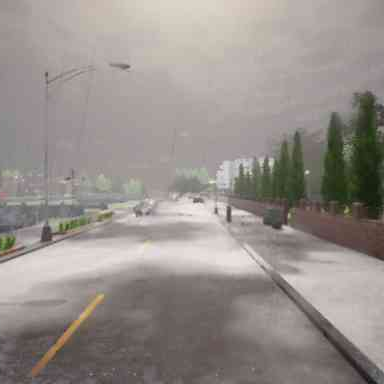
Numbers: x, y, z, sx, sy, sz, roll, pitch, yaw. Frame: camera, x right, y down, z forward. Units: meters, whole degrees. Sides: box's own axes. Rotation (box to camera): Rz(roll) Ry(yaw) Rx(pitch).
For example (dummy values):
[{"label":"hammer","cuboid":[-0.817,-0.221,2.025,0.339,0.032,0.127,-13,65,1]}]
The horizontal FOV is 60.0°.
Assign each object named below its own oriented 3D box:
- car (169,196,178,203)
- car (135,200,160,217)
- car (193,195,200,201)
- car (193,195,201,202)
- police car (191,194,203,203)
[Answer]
[{"label":"car","cuboid":[-4.007,1.532,71.627,2.128,1.511,4.902,0,0,0]},{"label":"car","cuboid":[-4.097,1.502,31.018,2.128,1.511,4.902,0,0,0]},{"label":"car","cuboid":[1.191,1.536,85.757,1.837,1.490,4.892,0,0,0]},{"label":"car","cuboid":[1.192,1.506,79.757,1.882,1.535,5.008,0,0,0]},{"label":"police car","cuboid":[1.193,1.450,69.867,1.930,1.638,5.238,0,0,0]}]
